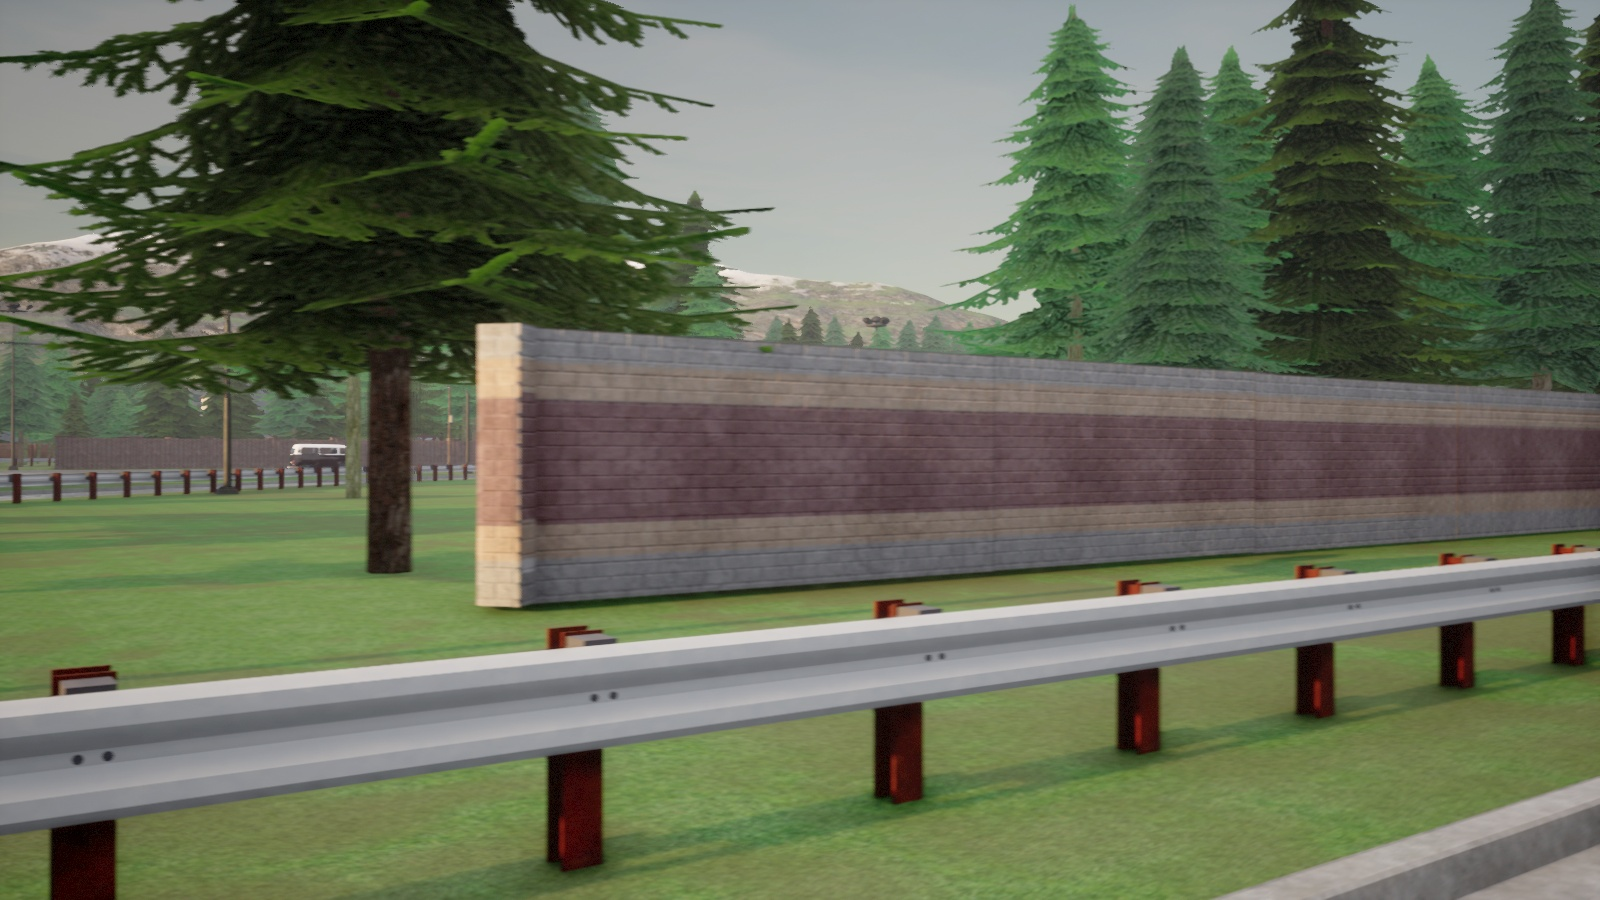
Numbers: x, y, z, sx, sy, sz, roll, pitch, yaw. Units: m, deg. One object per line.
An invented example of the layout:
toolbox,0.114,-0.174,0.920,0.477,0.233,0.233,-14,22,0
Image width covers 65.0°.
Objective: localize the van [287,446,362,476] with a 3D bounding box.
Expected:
van,-32.808,0.750,86.738,4.480,2.038,2.069,0,0,-35
